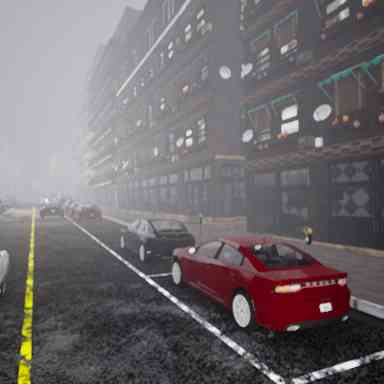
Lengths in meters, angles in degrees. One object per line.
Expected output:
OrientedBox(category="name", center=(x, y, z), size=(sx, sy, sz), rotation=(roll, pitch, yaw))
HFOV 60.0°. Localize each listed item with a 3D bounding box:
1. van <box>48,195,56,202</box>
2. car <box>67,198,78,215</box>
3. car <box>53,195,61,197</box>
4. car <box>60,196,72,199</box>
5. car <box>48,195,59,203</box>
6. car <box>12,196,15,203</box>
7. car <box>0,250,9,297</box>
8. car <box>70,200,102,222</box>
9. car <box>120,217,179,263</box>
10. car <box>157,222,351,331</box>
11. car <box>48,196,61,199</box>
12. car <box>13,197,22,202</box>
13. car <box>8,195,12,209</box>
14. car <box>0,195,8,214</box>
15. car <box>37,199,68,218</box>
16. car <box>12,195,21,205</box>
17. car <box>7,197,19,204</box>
OrientedBox(category="van", center=(-34.457, 1.628, 81.879), size=(1.690, 1.788, 3.998), rotation=(1, -1, -25))
OrientedBox(category="car", center=(-10.804, 1.602, 31.877), size=(1.887, 1.381, 4.507), rotation=(1, -1, -25))
OrientedBox(category="car", center=(-17.917, 1.422, 46.869), size=(2.192, 1.841, 5.009), rotation=(1, -1, -25))
OrientedBox(category="car", center=(-13.158, 1.513, 36.883), size=(1.967, 1.590, 4.097), rotation=(1, -1, -25))
OrientedBox(category="car", center=(-32.093, 1.570, 76.878), size=(2.192, 1.841, 5.009), rotation=(1, -1, -25))
OrientedBox(category="car", center=(-27.405, 1.695, 48.570), size=(1.947, 1.339, 4.313), rotation=(2, -1, -25))
OrientedBox(category="car", center=(-4.300, 1.609, 5.619), size=(1.895, 1.301, 4.718), rotation=(0, 0, -25))
OrientedBox(category="car", center=(-8.442, 1.588, 26.877), size=(1.887, 1.381, 4.507), rotation=(1, -1, -25))
OrientedBox(category="car", center=(-1.356, 1.563, 11.874), size=(2.008, 1.369, 4.403), rotation=(1, -1, -25))
OrientedBox(category="car", center=(1.007, 1.550, 6.872), size=(1.887, 1.381, 4.507), rotation=(2, -1, -25))
OrientedBox(category="car", center=(-17.348, 1.579, 39.872), size=(2.128, 1.511, 4.902), rotation=(0, 0, -25))
OrientedBox(category="car", center=(-43.941, 1.904, 83.575), size=(1.802, 1.307, 4.206), rotation=(1, -1, -25))
OrientedBox(category="car", center=(-22.675, 1.407, 38.571), size=(2.192, 1.841, 5.009), rotation=(2, -1, -25))
OrientedBox(category="car", center=(-20.313, 1.390, 33.571), size=(2.192, 1.841, 5.009), rotation=(2, -1, -25))
OrientedBox(category="car", center=(-12.990, 1.621, 30.721), size=(1.994, 1.385, 4.181), rotation=(0, 0, -27))
OrientedBox(category="car", center=(-34.486, 1.515, 63.574), size=(2.192, 1.841, 5.009), rotation=(1, -1, -25))
OrientedBox(category="car", center=(-36.853, 1.772, 68.572), size=(1.887, 1.381, 4.507), rotation=(1, -1, -25))
